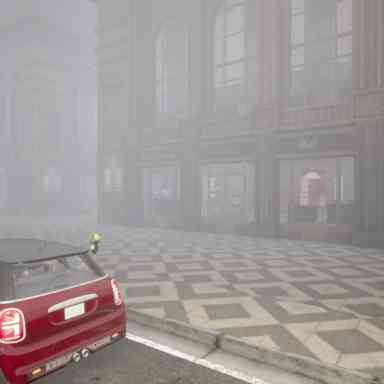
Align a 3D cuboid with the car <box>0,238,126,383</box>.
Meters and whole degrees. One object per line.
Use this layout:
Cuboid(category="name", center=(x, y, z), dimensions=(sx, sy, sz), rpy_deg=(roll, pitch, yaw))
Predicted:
Cuboid(category="car", center=(-2.974, 1.440, 5.086), dimensions=(4.097, 1.590, 1.967), rpy_deg=(0, 0, 36))
